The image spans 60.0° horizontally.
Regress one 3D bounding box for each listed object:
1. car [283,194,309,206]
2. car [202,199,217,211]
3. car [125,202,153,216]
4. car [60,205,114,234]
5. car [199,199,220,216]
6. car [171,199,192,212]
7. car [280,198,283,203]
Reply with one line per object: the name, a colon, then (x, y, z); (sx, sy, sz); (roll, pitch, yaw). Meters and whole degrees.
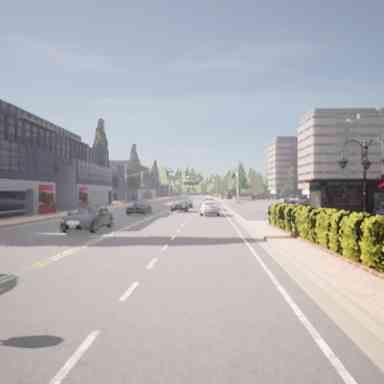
car: (17.026, 1.301, 52.912); (3.866, 1.878, 1.905); (0, 0, 1)
car: (2.335, 1.644, 44.047); (1.812, 1.442, 4.674); (0, 0, 5)
car: (-5.341, 1.691, 33.861); (1.895, 1.301, 4.718); (0, 0, 4)
car: (-6.099, 1.544, 19.840); (2.128, 1.511, 4.902); (0, 0, 3)
car: (1.810, 1.617, 33.800); (1.812, 1.442, 4.674); (0, 0, 3)
car: (-1.395, 1.708, 39.892); (1.895, 1.301, 4.718); (0, 0, 3)
car: (17.159, 1.306, 55.804); (4.605, 1.855, 1.932); (0, 0, 1)
